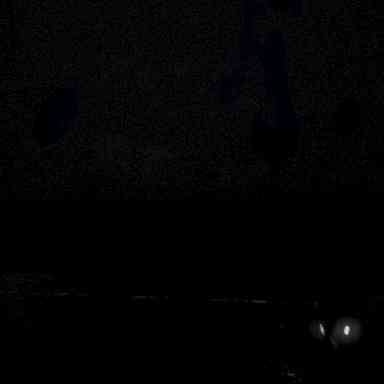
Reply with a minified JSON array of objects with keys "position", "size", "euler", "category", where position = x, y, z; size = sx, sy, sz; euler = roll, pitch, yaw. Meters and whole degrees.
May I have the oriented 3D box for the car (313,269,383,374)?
[{"position":[4.293,1.313,3.790],"size":[5.357,1.411,2.033],"euler":[-2,1,11],"category":"car"}]
